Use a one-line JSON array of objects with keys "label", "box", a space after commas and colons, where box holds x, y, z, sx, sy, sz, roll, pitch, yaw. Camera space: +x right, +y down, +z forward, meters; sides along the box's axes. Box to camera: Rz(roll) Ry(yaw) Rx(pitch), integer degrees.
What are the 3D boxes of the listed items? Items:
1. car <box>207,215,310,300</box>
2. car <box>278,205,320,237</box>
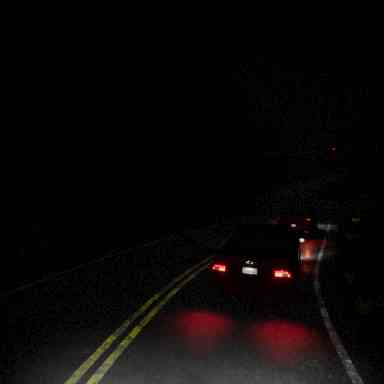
[{"label": "car", "box": [1.877, 1.548, 8.693, 2.033, 1.411, 5.357, 2, 0, 18]}, {"label": "car", "box": [5.965, 1.485, 18.538, 1.882, 1.535, 5.008, 2, 1, 23]}]
